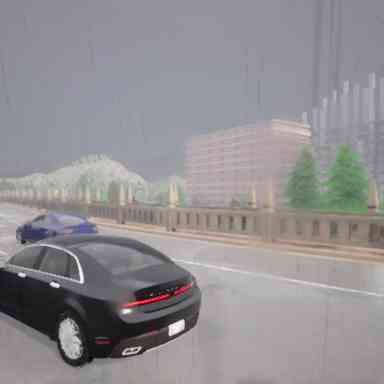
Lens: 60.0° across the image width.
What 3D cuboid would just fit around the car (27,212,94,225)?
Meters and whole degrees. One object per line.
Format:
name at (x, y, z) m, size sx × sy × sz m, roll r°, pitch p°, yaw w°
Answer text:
car at (-5.568, 1.529, 13.672) m, size 4.674 × 1.442 × 1.812 m, roll 0°, pitch 0°, yaw 44°

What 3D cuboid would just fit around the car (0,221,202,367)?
car at (-2.076, 1.509, 5.855) m, size 4.892 × 1.490 × 1.837 m, roll 0°, pitch 0°, yaw 39°
